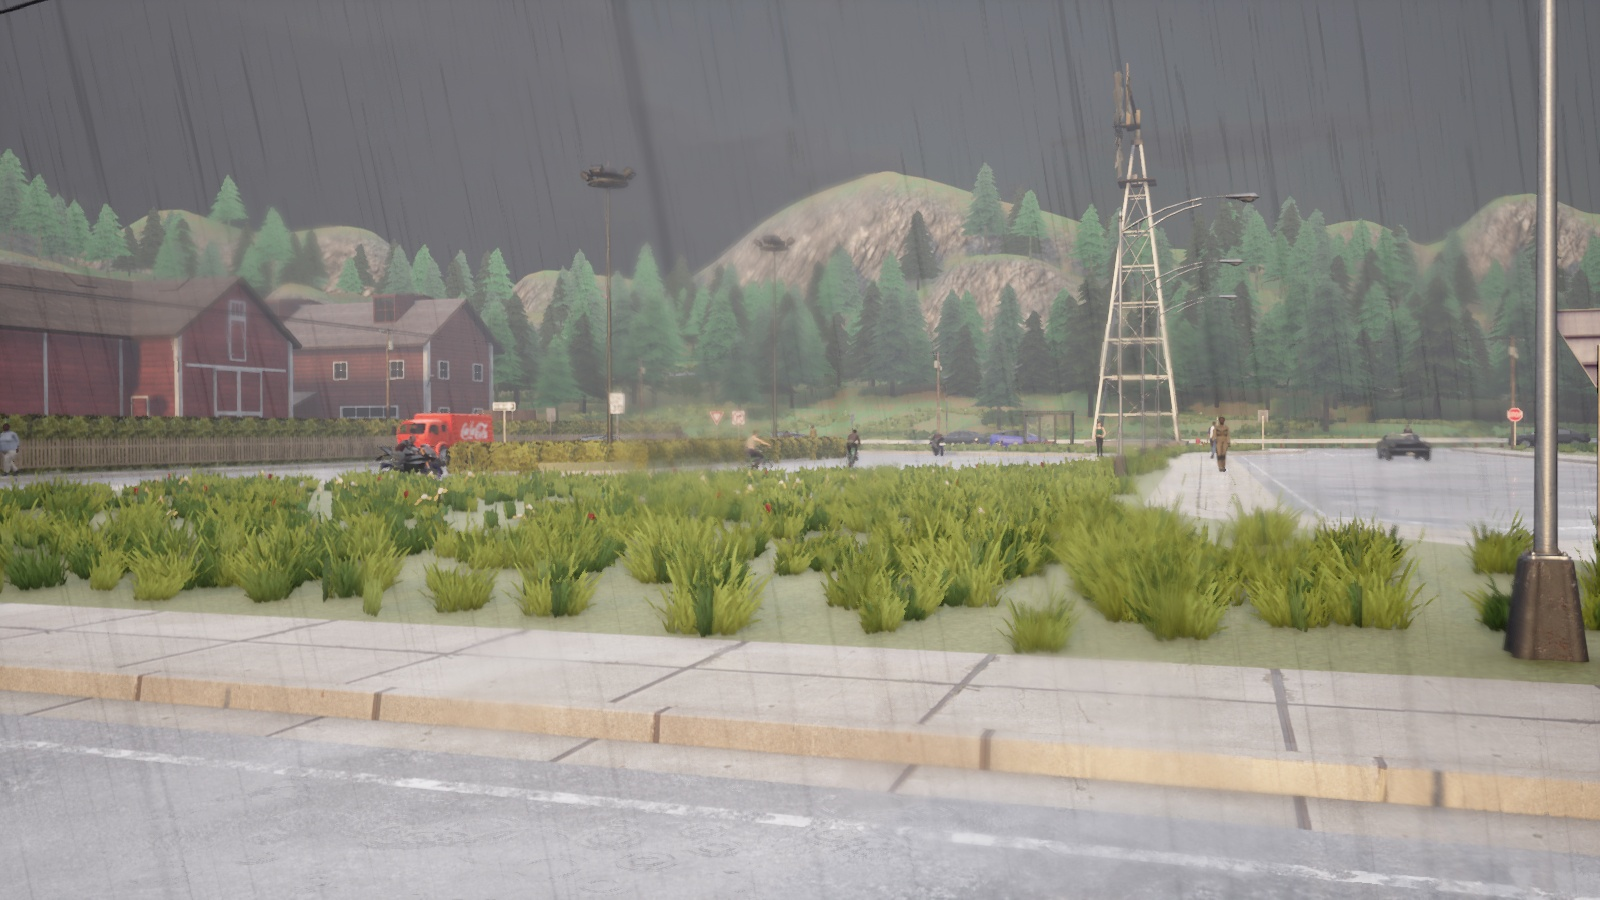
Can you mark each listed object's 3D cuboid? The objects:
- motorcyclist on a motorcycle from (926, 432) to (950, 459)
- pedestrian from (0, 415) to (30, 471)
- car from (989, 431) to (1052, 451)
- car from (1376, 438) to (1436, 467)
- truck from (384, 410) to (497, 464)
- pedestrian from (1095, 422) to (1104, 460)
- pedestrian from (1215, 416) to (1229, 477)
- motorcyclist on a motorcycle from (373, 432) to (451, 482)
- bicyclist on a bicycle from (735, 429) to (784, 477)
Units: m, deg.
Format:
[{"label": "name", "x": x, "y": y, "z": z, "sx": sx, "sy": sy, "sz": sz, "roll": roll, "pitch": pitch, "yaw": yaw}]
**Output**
[{"label": "motorcyclist on a motorcycle", "x": 8.183, "y": -0.283, "z": 74.721, "sx": 0.866, "sy": 1.530, "sz": 2.191, "roll": -1, "pitch": 1, "yaw": -8}, {"label": "pedestrian", "x": -26.462, "y": -0.238, "z": 41.925, "sx": 0.874, "sy": 1.855, "sz": 0.900, "roll": 0, "pitch": 1, "yaw": 14}, {"label": "car", "x": 16.982, "y": -0.692, "z": 96.720, "sx": 4.514, "sy": 1.525, "sz": 2.007, "roll": 0, "pitch": 1, "yaw": 19}, {"label": "car", "x": 28.517, "y": 0.076, "z": 59.252, "sx": 1.895, "sy": 1.301, "sz": 4.718, "roll": 0, "pitch": 1, "yaw": 18}, {"label": "truck", "x": -16.912, "y": -0.629, "z": 59.370, "sx": 2.627, "sy": 2.467, "sz": 5.204, "roll": 0, "pitch": 1, "yaw": 19}, {"label": "pedestrian", "x": 14.840, "y": -0.451, "z": 62.225, "sx": 0.345, "sy": 1.836, "sz": 0.594, "roll": 0, "pitch": 1, "yaw": 18}, {"label": "pedestrian", "x": 13.520, "y": -0.111, "z": 40.269, "sx": 0.396, "sy": 1.930, "sz": 0.692, "roll": 0, "pitch": 1, "yaw": 17}, {"label": "motorcyclist on a motorcycle", "x": -12.291, "y": 0.210, "z": 39.788, "sx": 2.191, "sy": 1.530, "sz": 0.866, "roll": 0, "pitch": 1, "yaw": 11}, {"label": "bicyclist on a bicycle", "x": -1.385, "y": 0.088, "z": 43.093, "sx": 0.866, "sy": 1.612, "sz": 1.509, "roll": -2, "pitch": -1, "yaw": 40}]
